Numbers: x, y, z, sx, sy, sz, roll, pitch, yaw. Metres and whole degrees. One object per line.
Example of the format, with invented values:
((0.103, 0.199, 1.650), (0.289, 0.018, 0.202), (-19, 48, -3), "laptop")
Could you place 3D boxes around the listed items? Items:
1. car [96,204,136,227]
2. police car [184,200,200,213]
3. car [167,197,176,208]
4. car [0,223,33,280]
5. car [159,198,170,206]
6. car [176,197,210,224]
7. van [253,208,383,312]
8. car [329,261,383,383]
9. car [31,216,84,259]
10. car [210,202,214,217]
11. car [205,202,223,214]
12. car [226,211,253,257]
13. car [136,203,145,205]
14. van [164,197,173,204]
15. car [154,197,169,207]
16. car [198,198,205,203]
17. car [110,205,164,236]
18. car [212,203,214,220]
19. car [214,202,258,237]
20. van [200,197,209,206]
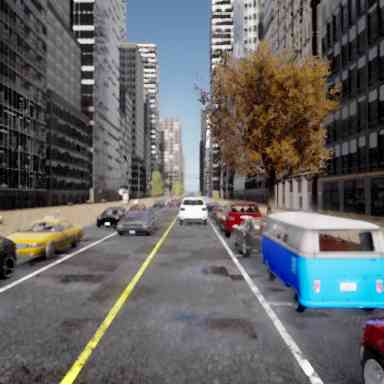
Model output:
((-5.700, 1.785, 24.574), (1.947, 1.339, 4.313), (0, -1, 0), "car")
((0.054, 1.895, 44.272), (2.038, 1.542, 4.974), (0, -1, 0), "police car")
((-3.067, 2.004, 59.928), (1.882, 1.535, 5.008), (0, 0, 1), "car")
((-5.694, 1.635, 7.571), (1.947, 1.339, 4.313), (0, -1, 0), "car")
((-5.717, 2.052, 69.919), (1.967, 1.590, 4.097), (0, 0, 0), "car")
((0.093, 1.467, 27.249), (2.150, 2.045, 5.566), (0, 0, 0), "car")
((2.686, 1.410, 7.575), (1.690, 1.788, 3.998), (0, -1, 0), "van")
((2.688, 1.563, 1.906), (1.887, 1.381, 4.507), (0, -1, 0), "car")
((-5.696, 1.643, 13.069), (1.752, 1.417, 4.829), (0, -1, 0), "car")
((2.678, 1.851, 30.244), (1.802, 1.307, 4.206), (0, -1, 0), "car")
((2.674, 1.934, 41.580), (1.947, 1.339, 4.313), (0, 0, 0), "car")
((2.684, 1.670, 13.241), (2.008, 1.369, 4.403), (0, -1, 0), "car")
((-5.704, 1.900, 35.910), (1.802, 1.307, 4.206), (0, -1, 0), "car")
((-5.720, 2.048, 81.256), (1.690, 1.788, 3.998), (0, 0, 0), "van")
((-5.712, 2.081, 58.582), (1.947, 1.339, 4.313), (0, 0, 0), "car")
((2.657, 2.346, 92.593), (1.887, 1.381, 4.507), (0, 0, 0), "car")
((-3.108, 1.726, 19.967), (2.033, 1.411, 5.357), (0, -1, 0), "car")
((2.680, 1.746, 24.747), (1.752, 1.417, 4.829), (0, -1, 0), "car")
((2.682, 1.484, 18.911), (2.192, 1.841, 5.009), (0, -1, 0), "car")
((2.664, 1.953, 69.922), (1.690, 1.788, 3.998), (0, 0, 0), "van")
